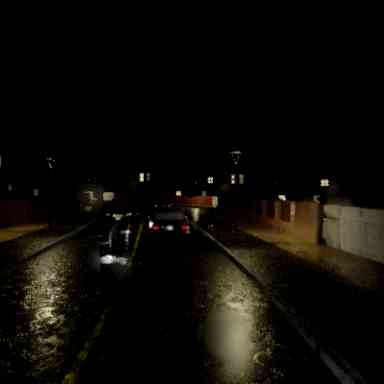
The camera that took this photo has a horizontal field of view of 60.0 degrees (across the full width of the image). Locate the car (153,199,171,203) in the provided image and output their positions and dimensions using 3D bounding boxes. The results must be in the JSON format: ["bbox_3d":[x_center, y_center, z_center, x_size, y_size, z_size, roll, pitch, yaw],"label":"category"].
[{"bbox_3d":[-2.647,1.347,29.289,2.128,1.511,4.902,0,0,-6],"label":"car"}]

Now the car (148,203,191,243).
[{"bbox_3d":[-1.128,1.488,15.894,2.033,1.411,5.357,0,0,-6],"label":"car"}]

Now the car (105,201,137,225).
[{"bbox_3d":[-4.870,1.383,23.101,2.128,1.511,4.902,0,0,-6],"label":"car"}]
